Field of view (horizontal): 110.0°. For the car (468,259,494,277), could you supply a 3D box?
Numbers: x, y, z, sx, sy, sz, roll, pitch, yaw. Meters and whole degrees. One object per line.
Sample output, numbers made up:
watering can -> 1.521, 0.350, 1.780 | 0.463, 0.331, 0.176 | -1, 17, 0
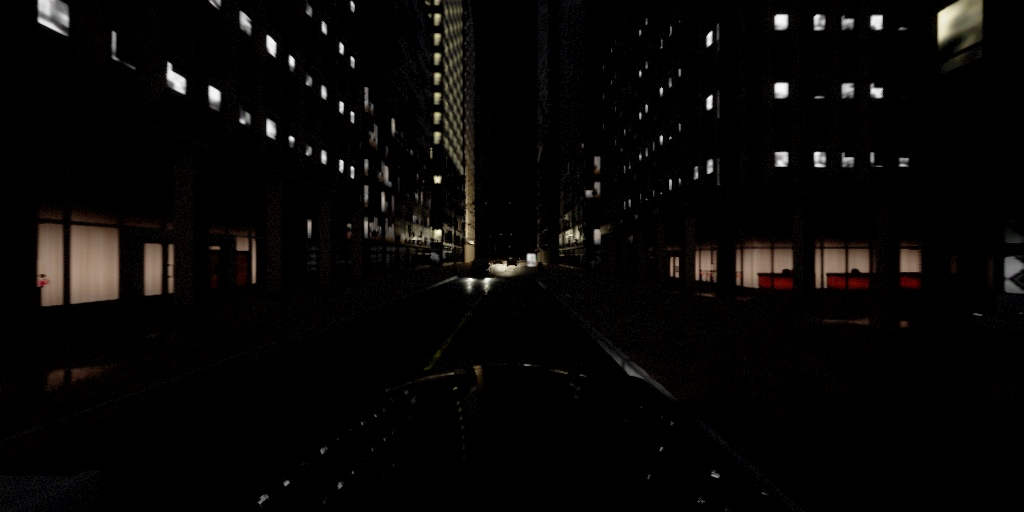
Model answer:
car -> -3.099, 1.230, 35.089 | 1.882, 1.535, 5.008 | 0, 0, 0

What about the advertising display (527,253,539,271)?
advertising display -> 3.123, 0.777, 57.697 | 1.540, 2.440, 0.280 | 0, 0, 0
